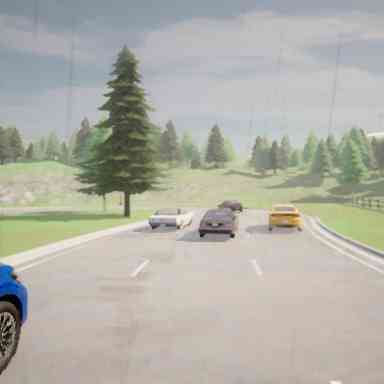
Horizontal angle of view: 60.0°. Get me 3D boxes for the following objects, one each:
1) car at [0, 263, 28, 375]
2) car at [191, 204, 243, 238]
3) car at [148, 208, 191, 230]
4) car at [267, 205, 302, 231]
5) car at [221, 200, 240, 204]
[{"bbox_3d":[-3.403,1.239,2.353,2.150,2.045,5.566,0,0,0],"label":"car"},{"bbox_3d":[1.561,1.612,18.279,2.033,1.411,5.357,0,0,11],"label":"car"},{"bbox_3d":[-1.217,1.685,21.783,1.895,1.301,4.718,0,0,13],"label":"car"},{"bbox_3d":[5.871,1.542,21.299,1.882,1.535,5.008,0,0,13],"label":"car"},{"bbox_3d":[4.526,1.662,39.953,1.812,1.442,4.674,0,0,-16],"label":"car"}]
